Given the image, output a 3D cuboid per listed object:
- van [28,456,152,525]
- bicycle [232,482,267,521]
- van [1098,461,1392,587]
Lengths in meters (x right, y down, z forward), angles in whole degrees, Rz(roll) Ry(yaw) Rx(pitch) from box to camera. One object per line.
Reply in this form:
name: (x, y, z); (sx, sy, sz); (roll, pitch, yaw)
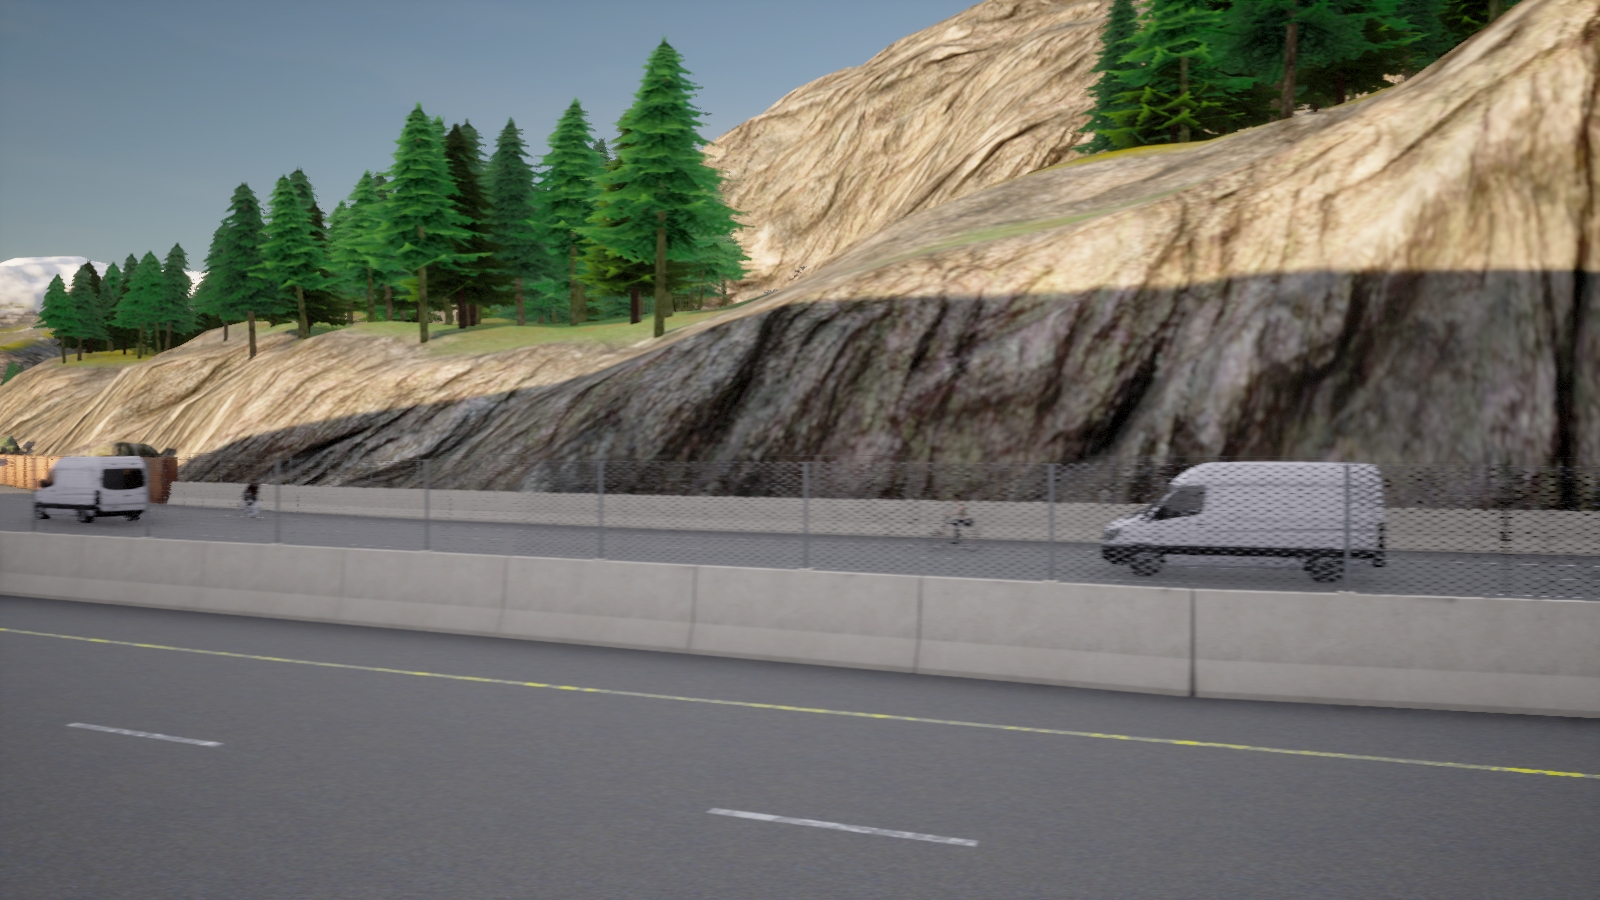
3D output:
van: (-28.194, 1.536, 45.297); (5.915, 2.561, 1.988); (0, 0, 35)
bicycle: (-21.984, 2.057, 45.592); (1.835, 1.489, 0.329); (0, -1, 33)
van: (9.803, 1.553, 25.621); (5.915, 2.561, 1.988); (0, 0, 18)
